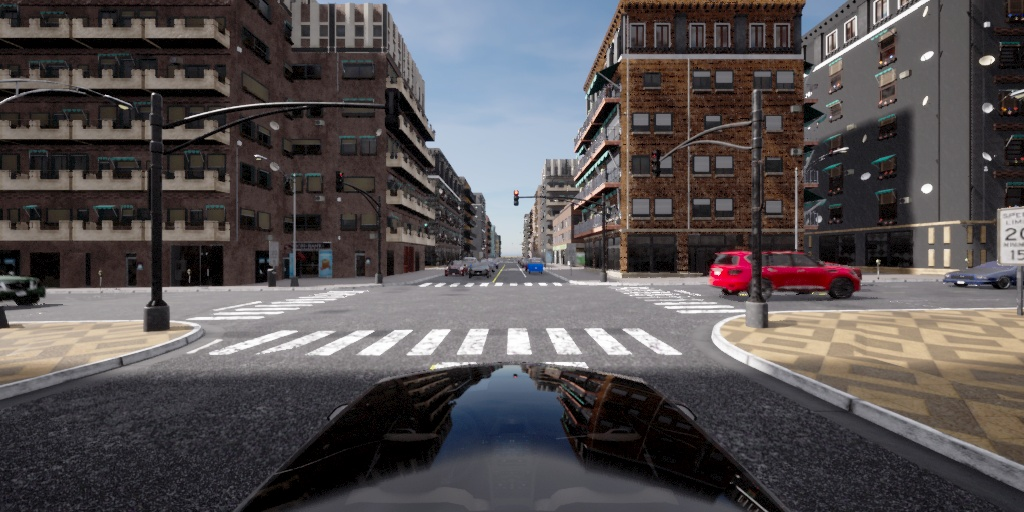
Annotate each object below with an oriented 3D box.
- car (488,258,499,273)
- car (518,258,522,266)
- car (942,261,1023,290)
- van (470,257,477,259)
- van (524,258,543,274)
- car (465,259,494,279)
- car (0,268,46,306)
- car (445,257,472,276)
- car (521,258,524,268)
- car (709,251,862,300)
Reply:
[{"bbox_3d":[-2.939,1.287,43.063,2.033,1.411,5.357,0,0,-1],"label":"car"},{"bbox_3d":[2.450,1.301,58.215,1.948,1.339,4.313,0,0,0],"label":"car"},{"bbox_3d":[25.622,0.926,18.354,5.357,1.411,2.033,-1,0,0],"label":"car"},{"bbox_3d":[-5.504,1.079,47.036,1.690,1.789,3.998,0,0,0],"label":"van"},{"bbox_3d":[2.613,1.081,40.849,1.690,1.789,3.998,0,0,0],"label":"van"},{"bbox_3d":[-2.912,1.248,33.161,1.837,1.490,4.892,0,0,0],"label":"car"},{"bbox_3d":[-23.805,1.292,15.382,5.566,2.045,2.150,-1,0,0],"label":"car"},{"bbox_3d":[-5.515,1.182,35.872,1.967,1.591,4.097,0,0,0],"label":"car"},{"bbox_3d":[2.565,1.283,47.053,1.888,1.381,4.507,0,0,0],"label":"car"},{"bbox_3d":[11.537,0.796,15.468,5.566,2.045,2.150,-1,0,0],"label":"car"}]
